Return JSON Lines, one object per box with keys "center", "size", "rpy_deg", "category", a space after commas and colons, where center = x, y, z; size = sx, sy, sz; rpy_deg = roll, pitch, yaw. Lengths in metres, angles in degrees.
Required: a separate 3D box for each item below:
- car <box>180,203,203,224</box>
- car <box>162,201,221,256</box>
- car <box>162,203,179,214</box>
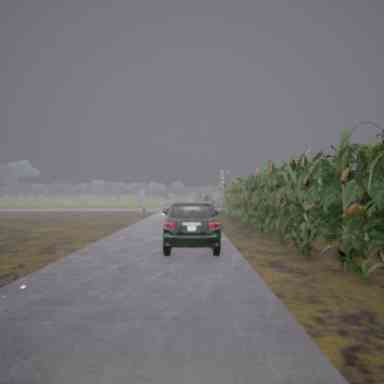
{"center": [-0.005, 1.829, 29.480], "size": [1.882, 1.535, 5.008], "rpy_deg": [0, -1, 0], "category": "car"}
{"center": [-0.005, 1.364, 14.007], "size": [2.150, 2.045, 5.566], "rpy_deg": [0, -1, 0], "category": "car"}
{"center": [-2.772, 2.133, 44.484], "size": [1.994, 1.385, 4.181], "rpy_deg": [0, -1, 0], "category": "car"}
